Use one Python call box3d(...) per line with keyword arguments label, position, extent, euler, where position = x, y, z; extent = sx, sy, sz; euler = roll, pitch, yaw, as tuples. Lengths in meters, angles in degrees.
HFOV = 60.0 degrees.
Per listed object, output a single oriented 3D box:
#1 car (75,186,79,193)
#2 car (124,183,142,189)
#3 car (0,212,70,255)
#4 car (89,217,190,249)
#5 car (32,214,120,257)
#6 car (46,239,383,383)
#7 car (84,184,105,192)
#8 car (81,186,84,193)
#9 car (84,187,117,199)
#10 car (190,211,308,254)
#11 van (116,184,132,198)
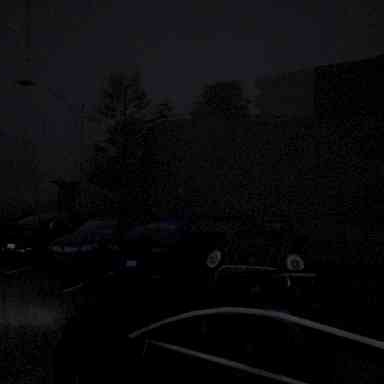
box3d(label="car", position=(-27.149, -0.401, 72.619), extent=(4.674, 1.452, 2.002), euler=(1, 5, 36))
box3d(label="car", position=(-11.327, -0.174, 62.558), extent=(5.566, 2.045, 2.435), euler=(3, 7, 38))
box3d(label="car", position=(-5.357, 1.606, 13.599), extent=(2.231, 1.521, 4.892), euler=(-1, -1, 18))
box3d(label="car", position=(-0.659, 1.544, 10.016), extent=(2.097, 1.535, 5.008), euler=(-1, -1, 17))
box3d(label="car", position=(-3.007, 1.615, 11.801), extent=(2.002, 1.452, 4.674), euler=(0, -1, 18))
box3d(label="car", position=(0.749, 1.501, 2.899), extent=(4.902, 1.511, 2.128), euler=(-1, 0, 36))
box3d(label="car", position=(-22.232, -0.921, 75.855), extent=(4.553, 1.767, 2.185), euler=(1, 5, 36))
box3d(label="car", position=(-24.675, -0.589, 74.237), extent=(4.792, 1.488, 2.163), euler=(1, 5, 36))
box3d(label="car", position=(-16.392, 0.428, 59.421), extent=(5.008, 1.535, 2.097), euler=(3, 6, 38))
box3d(label="car", position=(1.727, 1.391, 8.294), extent=(2.185, 1.767, 4.553), euler=(0, -1, 17))
box3d(label="van", position=(-13.753, 0.033, 60.902), extent=(4.442, 1.987, 1.878), euler=(3, 6, 38))
